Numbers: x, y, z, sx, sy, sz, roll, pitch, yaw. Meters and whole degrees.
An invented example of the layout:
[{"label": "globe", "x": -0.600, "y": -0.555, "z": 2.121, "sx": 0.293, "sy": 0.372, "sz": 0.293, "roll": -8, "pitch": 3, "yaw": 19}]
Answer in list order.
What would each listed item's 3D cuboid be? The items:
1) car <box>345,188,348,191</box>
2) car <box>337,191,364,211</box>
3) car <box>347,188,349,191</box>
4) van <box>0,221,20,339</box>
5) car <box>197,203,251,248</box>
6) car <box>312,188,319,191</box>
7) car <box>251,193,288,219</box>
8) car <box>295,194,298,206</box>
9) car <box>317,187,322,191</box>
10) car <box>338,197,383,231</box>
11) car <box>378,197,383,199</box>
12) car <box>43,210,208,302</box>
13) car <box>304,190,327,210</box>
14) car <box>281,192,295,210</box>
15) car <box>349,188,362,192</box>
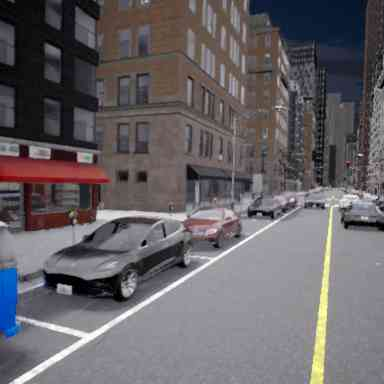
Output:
[{"label": "car", "x": 40.429, "y": 0.050, "z": 83.710, "sx": 1.967, "sy": 1.590, "sz": 4.097, "roll": 2, "pitch": 1, "yaw": 23}, {"label": "car", "x": 14.384, "y": 0.981, "z": 30.137, "sx": 1.812, "sy": 1.442, "sz": 4.674, "roll": 2, "pitch": 2, "yaw": 24}, {"label": "car", "x": 36.159, "y": 0.318, "z": 73.774, "sx": 2.008, "sy": 1.369, "sz": 4.403, "roll": 2, "pitch": 2, "yaw": 23}, {"label": "van", "x": -3.522, "y": 1.164, "z": 2.740, "sx": 1.690, "sy": 1.788, "sz": 3.998, "roll": 2, "pitch": 2, "yaw": 23}, {"label": "car", "x": 0.798, "y": 1.214, "z": 12.862, "sx": 1.802, "sy": 1.307, "sz": 4.206, "roll": 2, "pitch": 2, "yaw": 23}, {"label": "car", "x": 24.057, "y": 0.233, "z": 67.193, "sx": 1.802, "sy": 1.307, "sz": 4.206, "roll": 2, "pitch": 2, "yaw": 23}, {"label": "car", "x": 5.122, "y": 1.008, "z": 22.977, "sx": 1.947, "sy": 1.339, "sz": 4.313, "roll": 2, "pitch": 2, "yaw": 23}, {"label": "car", "x": 9.449, "y": 0.694, "z": 33.090, "sx": 1.967, "sy": 1.590, "sz": 4.097, "roll": 2, "pitch": 2, "yaw": 23}, {"label": "car", "x": 28.327, "y": 0.037, "z": 77.129, "sx": 2.008, "sy": 1.369, "sz": 4.403, "roll": 2, "pitch": 2, "yaw": 23}, {"label": "car", "x": 9.472, "y": 1.236, "z": 18.574, "sx": 1.994, "sy": 1.385, "sz": 4.181, "roll": 2, "pitch": 2, "yaw": 23}, {"label": "car", "x": 17.283, "y": 1.101, "z": 29.748, "sx": 1.947, "sy": 1.339, "sz": 4.313, "roll": 2, "pitch": 2, "yaw": 23}, {"label": "car", "x": -1.364, "y": 1.293, "z": 7.804, "sx": 1.947, "sy": 1.339, "sz": 4.313, "roll": 2, "pitch": 2, "yaw": 23}, {"label": "car", "x": 12.141, "y": 0.879, "z": 32.593, "sx": 2.033, "sy": 1.411, "sz": 5.357, "roll": 2, "pitch": 2, "yaw": 23}, {"label": "car", "x": 7.283, "y": 0.930, "z": 28.036, "sx": 1.802, "sy": 1.307, "sz": 4.206, "roll": 2, "pitch": 2, "yaw": 23}, {"label": "car", "x": 31.892, "y": 0.373, "z": 63.832, "sx": 1.967, "sy": 1.590, "sz": 4.097, "roll": 2, "pitch": 2, "yaw": 23}]
